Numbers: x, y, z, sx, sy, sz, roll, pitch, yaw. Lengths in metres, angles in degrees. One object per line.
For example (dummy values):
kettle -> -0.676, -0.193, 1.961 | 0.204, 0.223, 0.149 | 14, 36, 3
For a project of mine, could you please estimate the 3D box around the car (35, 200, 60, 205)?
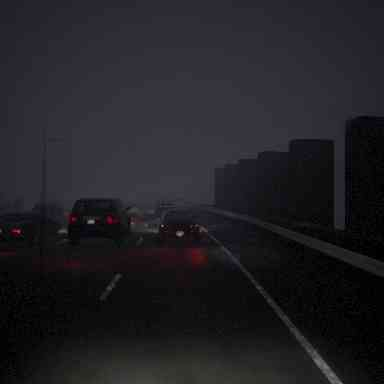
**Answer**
car -> -13.070, 1.486, 30.383 | 1.882, 1.535, 5.008 | 0, 0, -10

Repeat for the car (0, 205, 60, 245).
car -> -7.656, 1.564, 15.362 | 2.033, 1.411, 5.357 | 0, 0, -5

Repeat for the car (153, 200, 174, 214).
car -> -2.716, 1.496, 32.127 | 2.128, 1.511, 4.902 | 0, 0, -10

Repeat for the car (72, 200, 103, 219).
car -> -9.619, 1.564, 30.965 | 2.033, 1.411, 5.357 | 0, 0, -10

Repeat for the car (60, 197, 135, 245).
car -> -4.171, 1.259, 15.684 | 2.150, 2.045, 5.566 | 0, 0, -5

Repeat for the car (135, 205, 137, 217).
car -> -6.173, 1.617, 31.575 | 1.895, 1.301, 4.718 | 0, 0, -10

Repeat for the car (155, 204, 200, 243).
car -> -0.680, 1.534, 15.945 | 1.812, 1.442, 4.674 | 0, 0, -5
